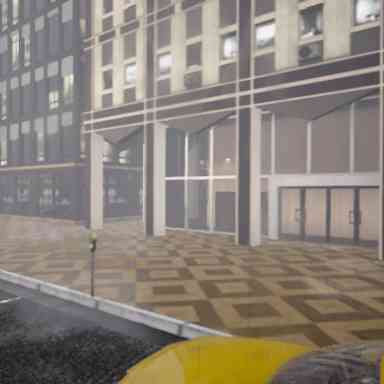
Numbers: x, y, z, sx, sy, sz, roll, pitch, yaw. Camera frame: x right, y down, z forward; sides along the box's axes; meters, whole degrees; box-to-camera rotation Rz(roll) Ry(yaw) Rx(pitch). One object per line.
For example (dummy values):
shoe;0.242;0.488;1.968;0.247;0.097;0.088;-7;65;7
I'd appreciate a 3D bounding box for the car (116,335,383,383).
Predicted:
car;1.445;1.526;1.843;4.829;1.417;1.752;0;0;35
